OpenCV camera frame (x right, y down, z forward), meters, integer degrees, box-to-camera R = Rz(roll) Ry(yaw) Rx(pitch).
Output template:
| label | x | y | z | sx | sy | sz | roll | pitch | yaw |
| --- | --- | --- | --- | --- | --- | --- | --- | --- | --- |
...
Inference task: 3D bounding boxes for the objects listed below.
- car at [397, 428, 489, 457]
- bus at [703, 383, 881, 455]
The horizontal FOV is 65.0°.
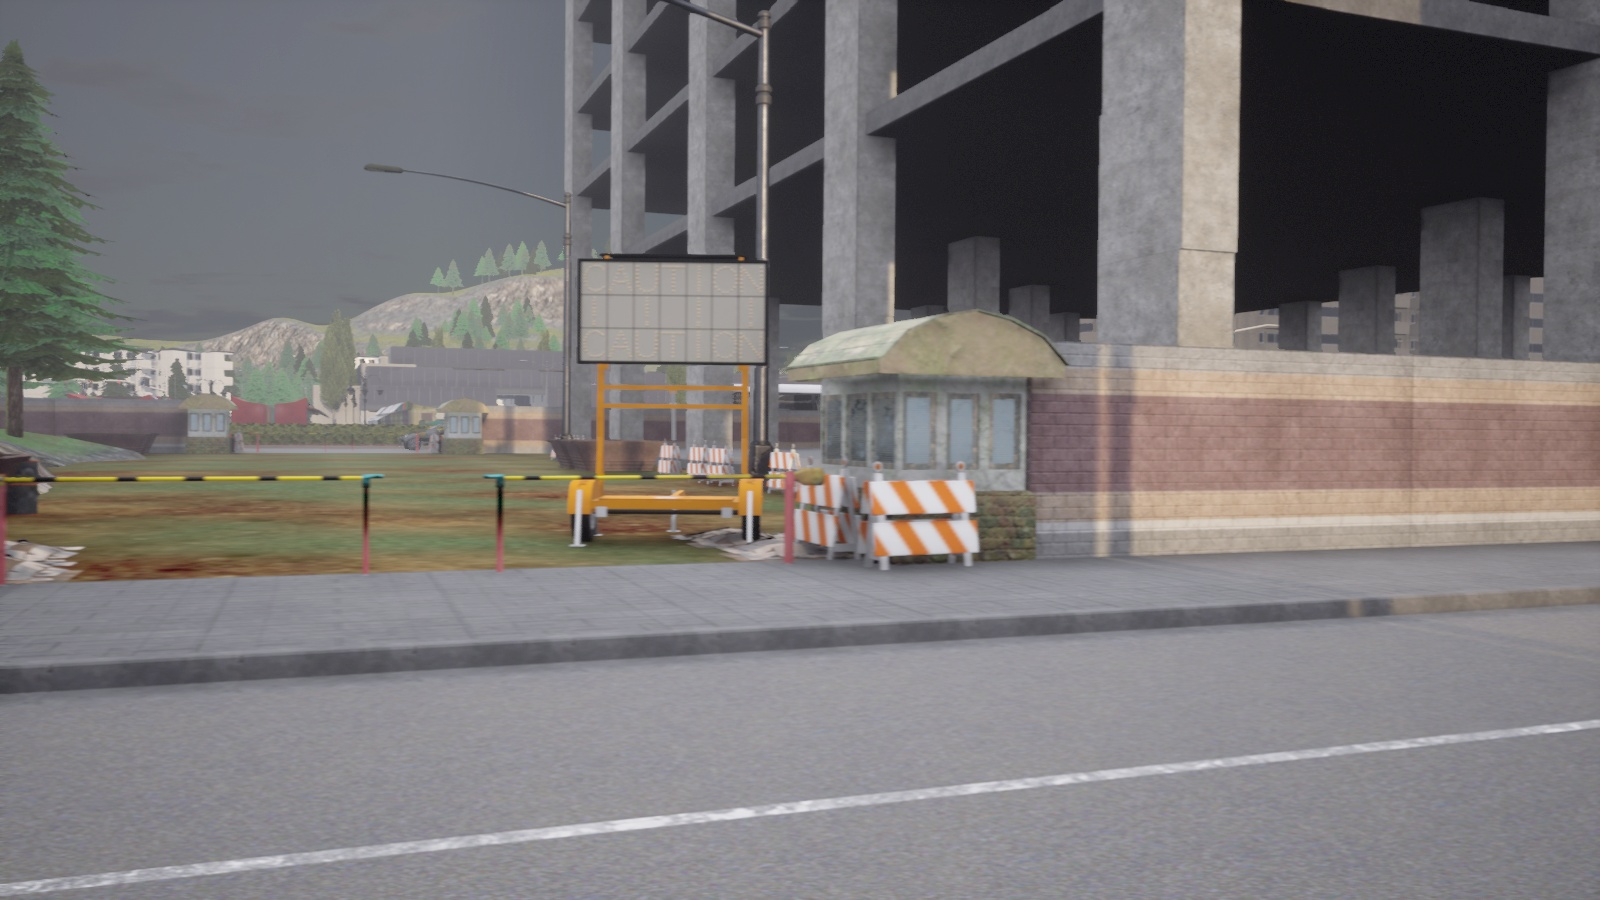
| label | x | y | z | sx | sy | sz | roll | pitch | yaw |
| --- | --- | --- | --- | --- | --- | --- | --- | --- | --- |
| car | -20.999 | -0.464 | 73.888 | 5.027 | 1.651 | 2.152 | -1 | 1 | -21 |
| bus | -0.487 | -1.943 | 78.165 | 10.273 | 4.253 | 3.944 | -1 | 1 | -21 |
